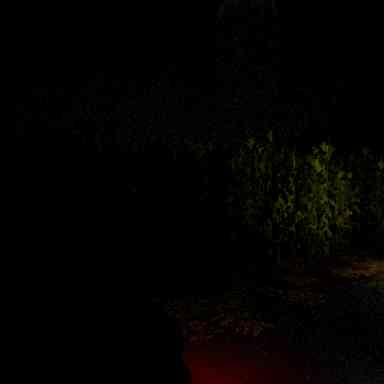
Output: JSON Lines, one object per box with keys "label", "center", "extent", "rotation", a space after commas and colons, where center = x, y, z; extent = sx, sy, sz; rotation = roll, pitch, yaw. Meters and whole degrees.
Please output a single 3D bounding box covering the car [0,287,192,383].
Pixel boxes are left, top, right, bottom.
{"label": "car", "center": [-2.362, 1.479, 1.956], "extent": [5.008, 1.535, 1.882], "rotation": [0, 0, -34]}
